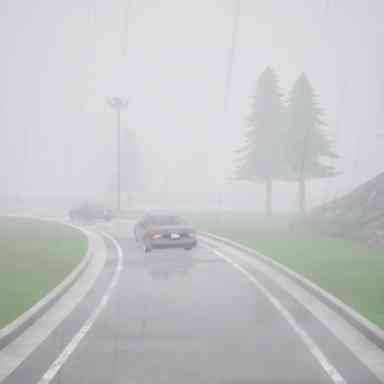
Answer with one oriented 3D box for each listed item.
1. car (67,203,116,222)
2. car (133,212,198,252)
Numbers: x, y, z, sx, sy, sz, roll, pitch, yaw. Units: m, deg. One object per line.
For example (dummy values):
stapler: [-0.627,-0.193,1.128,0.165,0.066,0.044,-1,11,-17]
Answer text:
car: [-7.948,1.562,26.111,2.033,1.411,5.357,0,0,-41]
car: [-1.286,1.562,13.892,2.033,1.411,5.357,0,0,-16]
